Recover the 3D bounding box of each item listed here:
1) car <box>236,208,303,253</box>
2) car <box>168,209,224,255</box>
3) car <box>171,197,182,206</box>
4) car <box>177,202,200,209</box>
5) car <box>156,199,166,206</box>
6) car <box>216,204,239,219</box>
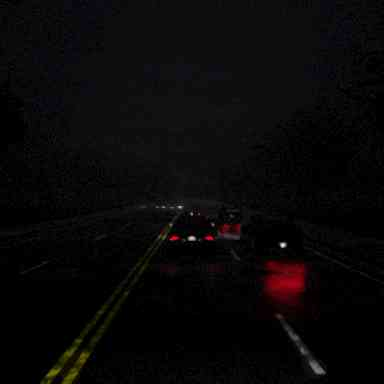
[{"bbox_3d":[3.250,1.645,14.295,1.837,1.490,4.892,0,0,0],"label":"car"},{"bbox_3d":[-0.003,1.682,13.983,2.033,1.411,5.357,0,-1,0],"label":"car"},{"bbox_3d":[-3.270,1.980,70.953,2.150,2.045,5.566,0,-1,0],"label":"car"},{"bbox_3d":[-0.007,1.835,28.983,2.033,1.411,5.357,0,-1,0],"label":"car"},{"bbox_3d":[-6.520,2.295,70.979,2.033,1.411,5.357,0,-1,0],"label":"car"},{"bbox_3d":[3.245,1.783,29.292,2.128,1.511,4.902,0,-1,0],"label":"car"}]
